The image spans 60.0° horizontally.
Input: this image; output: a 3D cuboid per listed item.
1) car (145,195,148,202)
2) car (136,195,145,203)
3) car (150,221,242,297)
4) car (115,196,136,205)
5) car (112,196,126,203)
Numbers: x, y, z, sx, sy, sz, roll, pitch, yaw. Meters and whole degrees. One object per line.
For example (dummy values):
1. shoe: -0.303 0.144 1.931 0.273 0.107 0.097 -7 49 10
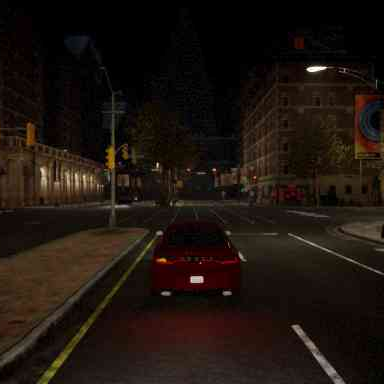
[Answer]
1. car: -11.773 1.477 79.283 1.882 1.535 5.008 0 0 0
2. car: -11.737 1.540 68.803 2.033 1.411 5.357 0 0 0
3. car: 0.053 1.478 8.658 1.882 1.535 5.008 0 0 -1
4. car: -11.759 1.601 58.730 1.895 1.301 4.718 0 0 0
5. car: -14.986 1.594 68.858 1.895 1.301 4.718 0 0 0
